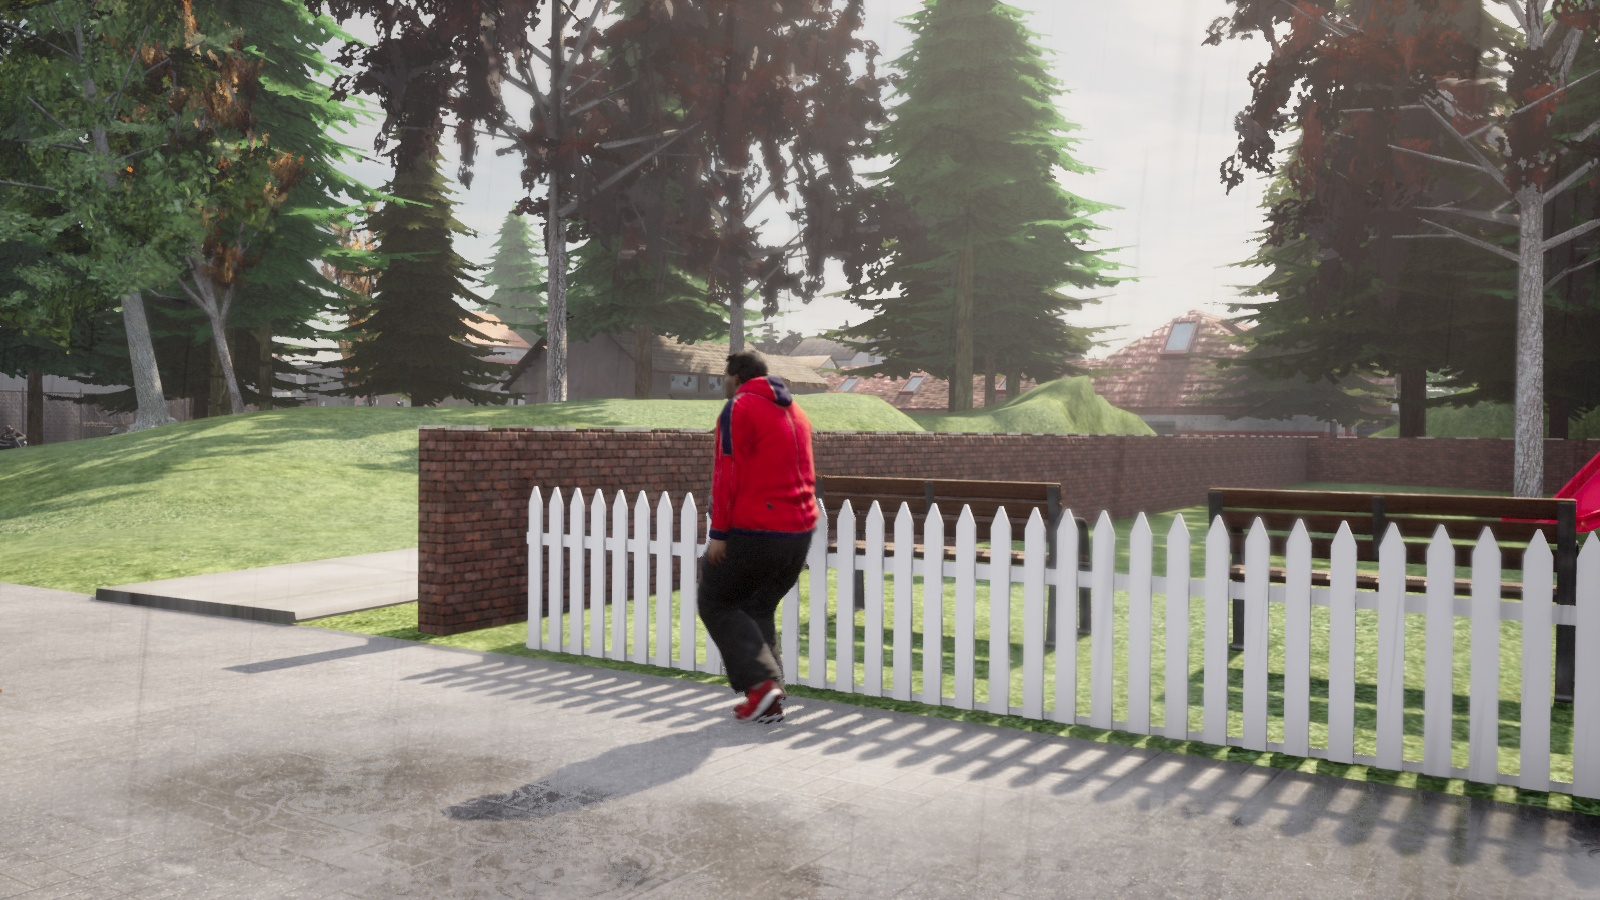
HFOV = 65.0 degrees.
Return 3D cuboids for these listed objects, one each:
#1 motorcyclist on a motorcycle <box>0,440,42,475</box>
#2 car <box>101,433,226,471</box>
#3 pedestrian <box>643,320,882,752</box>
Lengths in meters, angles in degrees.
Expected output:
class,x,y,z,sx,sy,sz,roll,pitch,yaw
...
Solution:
class,x,y,z,sx,sy,sz,roll,pitch,yaw
motorcyclist on a motorcycle,-35.075,0.322,55.801,0.866,1.530,2.191,0,1,34
car,-29.107,0.053,57.564,2.242,1.667,4.611,0,1,34
pedestrian,-0.177,0.362,5.876,0.899,1.844,0.634,0,1,36
